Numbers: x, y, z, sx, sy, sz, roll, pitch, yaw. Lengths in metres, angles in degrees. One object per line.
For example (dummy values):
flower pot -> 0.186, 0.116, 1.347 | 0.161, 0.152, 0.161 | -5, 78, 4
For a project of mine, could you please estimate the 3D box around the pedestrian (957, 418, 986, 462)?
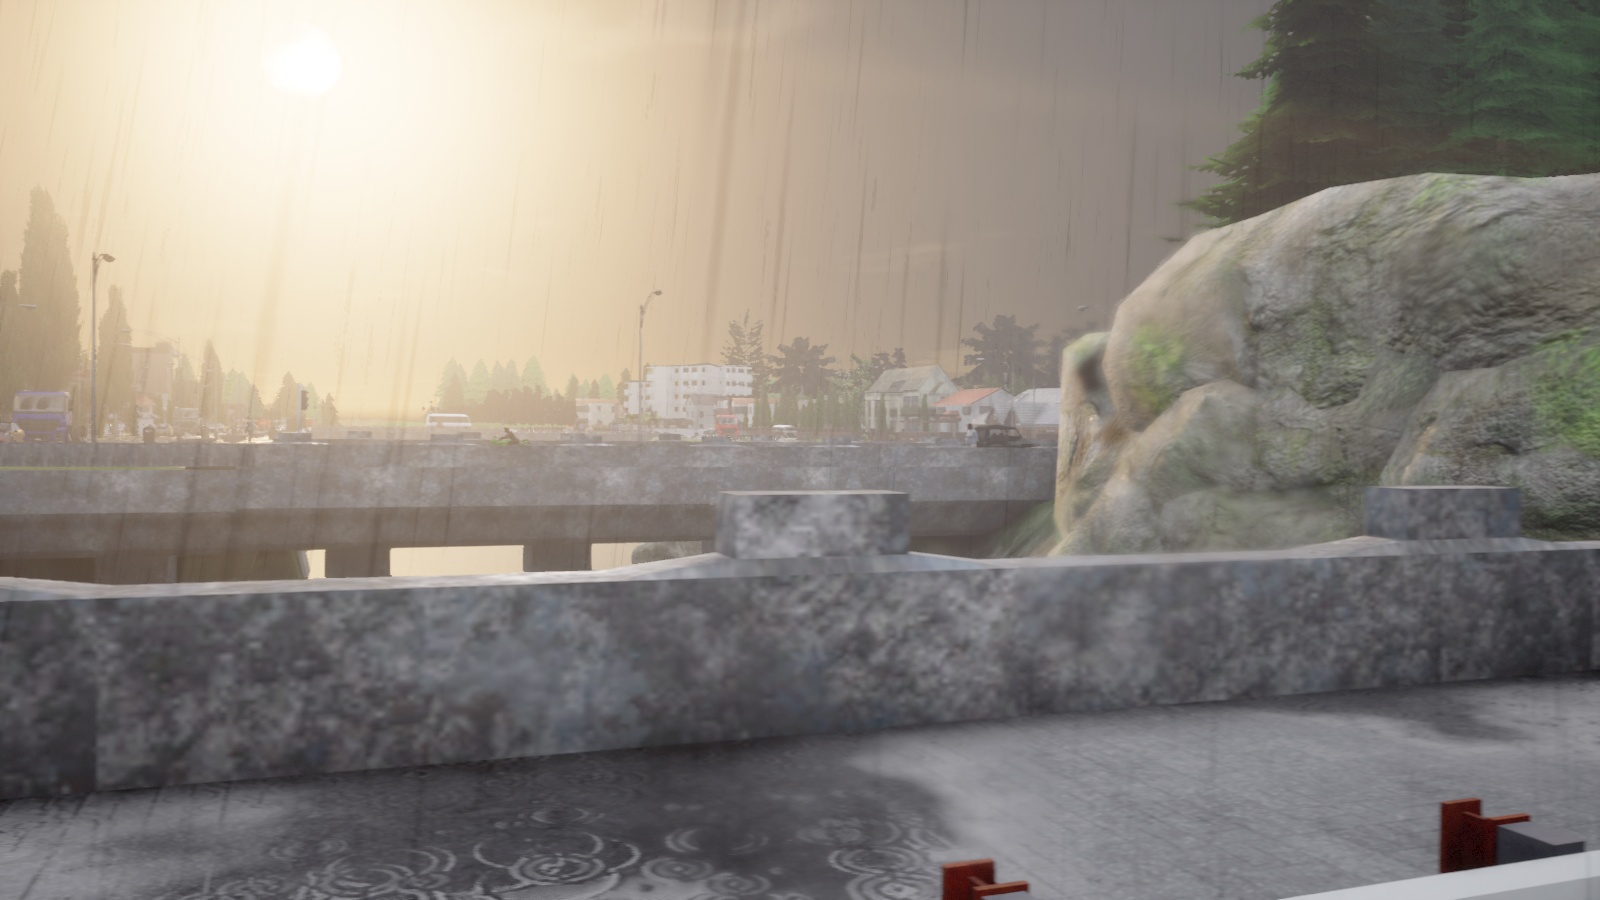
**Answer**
pedestrian -> 7.331, -0.447, 53.841 | 0.900, 1.855, 0.874 | -1, 1, -22

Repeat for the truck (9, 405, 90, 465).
truck -> -46.240, -0.947, 77.612 | 2.891, 3.462, 7.936 | -1, 1, -21

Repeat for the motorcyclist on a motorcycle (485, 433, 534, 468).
motorcyclist on a motorcycle -> -12.985, 0.011, 56.076 | 2.044, 1.523, 0.797 | 0, 1, -21

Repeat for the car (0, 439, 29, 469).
car -> -41.546, 0.199, 65.278 | 1.845, 1.501, 3.633 | -1, 1, -21

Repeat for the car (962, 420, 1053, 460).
car -> 9.986, -0.498, 60.491 | 3.866, 1.878, 1.905 | -1, 1, -21
